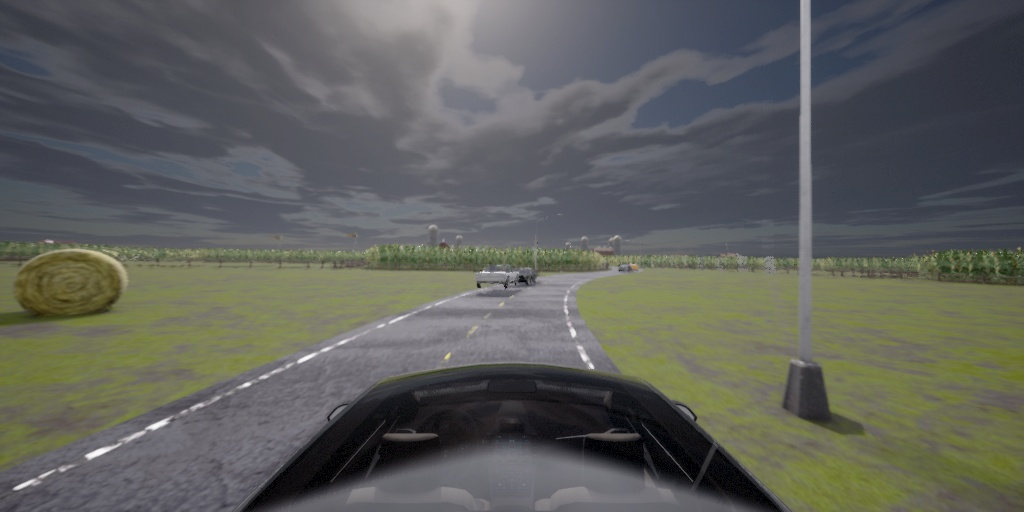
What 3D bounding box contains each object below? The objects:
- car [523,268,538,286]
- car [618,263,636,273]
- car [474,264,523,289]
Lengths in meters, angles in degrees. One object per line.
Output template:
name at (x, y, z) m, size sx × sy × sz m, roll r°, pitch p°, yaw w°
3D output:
car at (0.771, 1.590, 28.507) m, size 1.895 × 1.301 × 4.718 m, roll 0°, pitch -1°, yaw 14°
car at (19.685, 2.130, 62.361) m, size 2.033 × 1.411 × 5.357 m, roll 0°, pitch -1°, yaw 26°
car at (-0.803, 1.163, 21.850) m, size 1.895 × 1.301 × 4.718 m, roll 0°, pitch -1°, yaw 11°
